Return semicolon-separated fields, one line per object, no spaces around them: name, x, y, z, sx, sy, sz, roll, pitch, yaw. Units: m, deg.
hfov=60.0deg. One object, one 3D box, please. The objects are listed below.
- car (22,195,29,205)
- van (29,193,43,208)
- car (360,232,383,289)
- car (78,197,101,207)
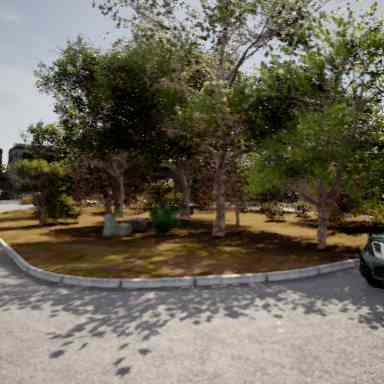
car;-24.833;1.107;51.116;1.946;1.575;5.366;0;1;-36
van;-18.161;1.014;40.718;1.878;1.987;4.442;0;1;-36
car;6.460;1.300;8.271;5.566;2.045;2.150;1;0;-36
car;-13.555;1.253;43.657;1.946;1.575;5.366;0;0;-36
